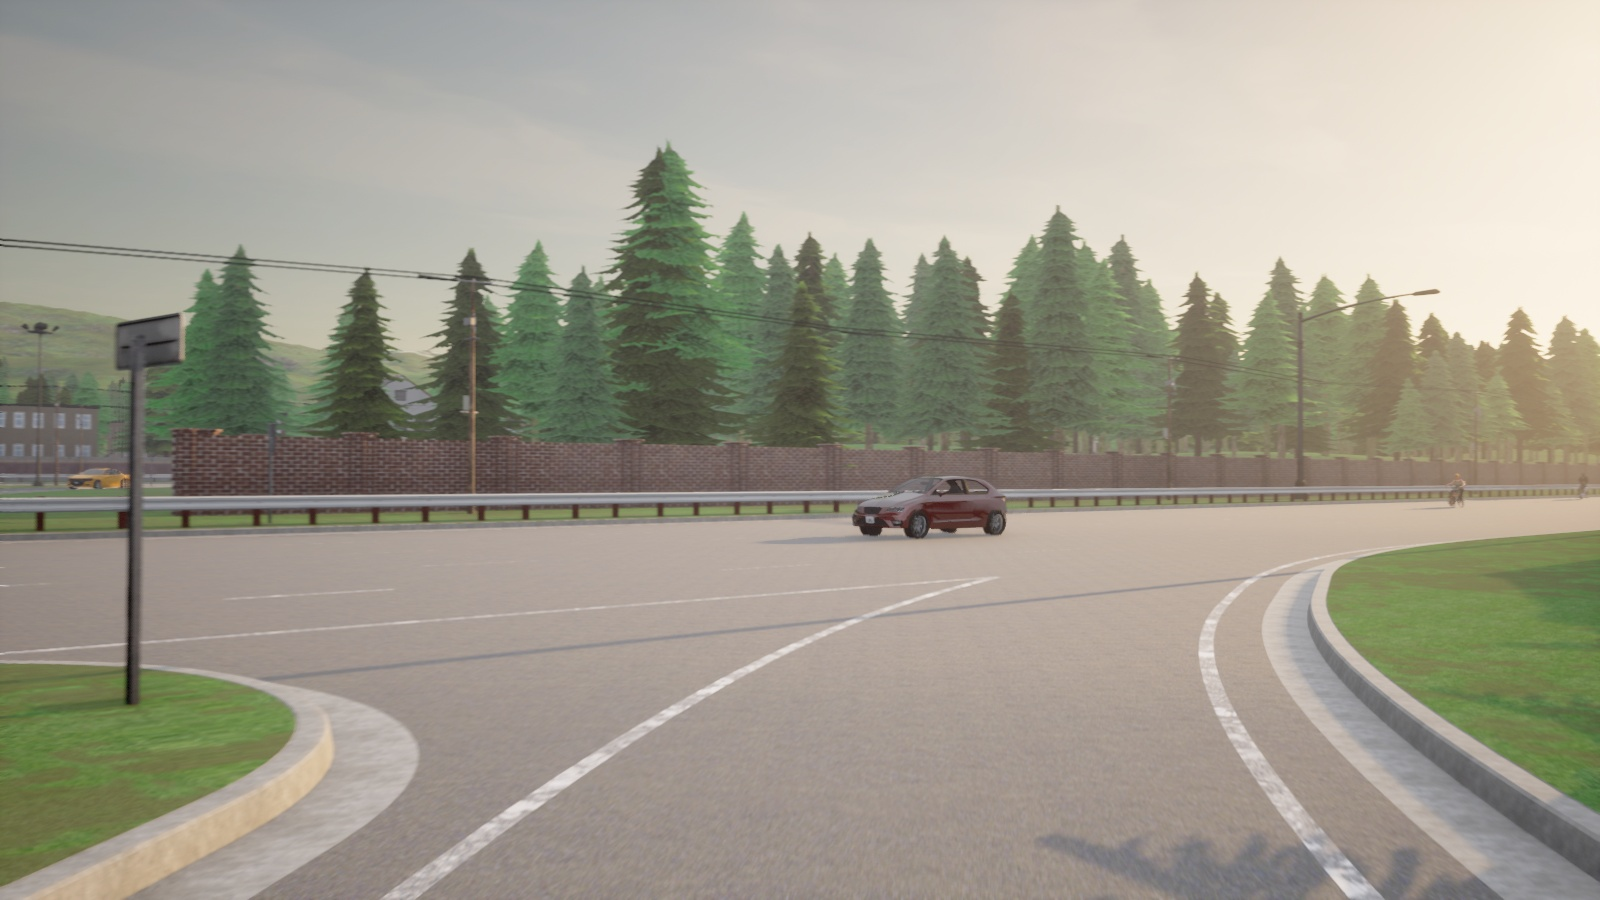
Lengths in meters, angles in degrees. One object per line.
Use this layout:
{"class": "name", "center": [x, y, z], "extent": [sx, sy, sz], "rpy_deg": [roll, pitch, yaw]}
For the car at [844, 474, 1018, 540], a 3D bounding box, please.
{"class": "car", "center": [3.222, 1.332, 30.520], "extent": [4.193, 1.474, 1.816], "rpy_deg": [1, -1, -41]}
